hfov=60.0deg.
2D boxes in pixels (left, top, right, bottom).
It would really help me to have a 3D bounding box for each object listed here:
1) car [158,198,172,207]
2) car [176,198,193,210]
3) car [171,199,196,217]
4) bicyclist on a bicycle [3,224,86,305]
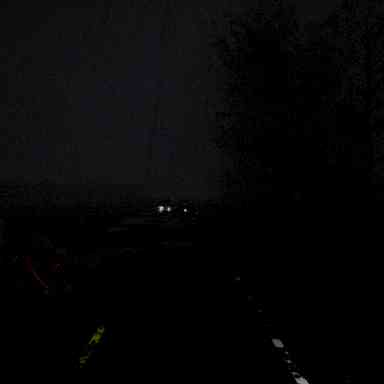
[{"bbox_3d":[-4.138,1.579,51.645,1.994,1.385,4.181,0,0,-1],"label":"car"},{"bbox_3d":[-0.987,1.560,43.559,2.033,1.411,5.357,0,0,-1],"label":"car"},{"bbox_3d":[-0.666,1.573,31.357,1.994,1.385,4.181,0,0,-2],"label":"car"},{"bbox_3d":[-2.940,1.455,6.618,1.656,1.620,0.582,0,0,-1],"label":"bicyclist on a bicycle"}]
